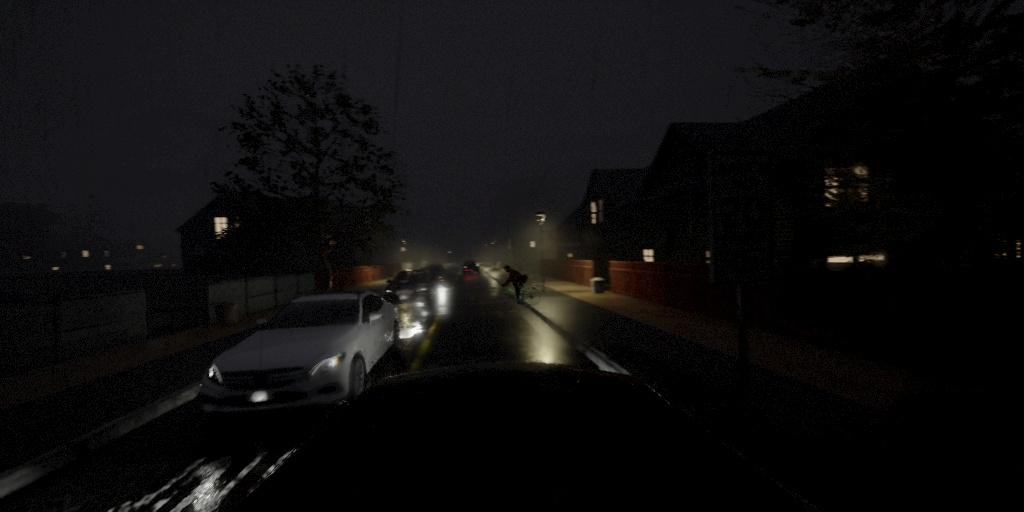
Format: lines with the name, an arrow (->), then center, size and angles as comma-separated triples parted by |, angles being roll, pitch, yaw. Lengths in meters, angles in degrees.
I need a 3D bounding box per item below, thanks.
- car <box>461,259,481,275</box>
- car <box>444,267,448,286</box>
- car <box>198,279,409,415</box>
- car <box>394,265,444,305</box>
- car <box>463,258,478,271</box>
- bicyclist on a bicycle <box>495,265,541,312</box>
car -> -4.701, 1.339, 41.326 | 1.837, 1.490, 4.892 | -2, 0, -7
car -> -5.862, 1.424, 27.056 | 1.837, 1.490, 4.892 | -2, 0, -7
car -> -3.288, 1.396, 6.555 | 1.812, 1.442, 4.674 | -2, 0, -7
car -> -4.555, 1.386, 16.626 | 2.128, 1.511, 4.902 | -2, 0, -7
car -> -6.193, 1.215, 53.165 | 2.097, 1.767, 4.553 | -2, 0, -8
bicyclist on a bicycle -> 0.122, 1.080, 12.571 | 1.656, 1.620, 0.582 | -12, 1, -7
